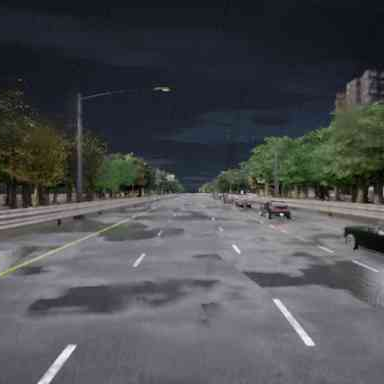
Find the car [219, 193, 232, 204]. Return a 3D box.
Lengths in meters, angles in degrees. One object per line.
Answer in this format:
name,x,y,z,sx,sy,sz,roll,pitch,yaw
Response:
car,7.186,1.533,65.816,2.128,1.511,4.902,0,0,0

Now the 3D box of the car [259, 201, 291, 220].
car,7.038,1.522,28.460,1.837,1.490,4.892,0,0,0

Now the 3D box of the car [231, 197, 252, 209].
car,7.105,1.630,46.889,1.895,1.301,4.718,0,0,0

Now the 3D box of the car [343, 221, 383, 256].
car,7.004,1.606,11.300,1.895,1.301,4.718,0,0,0
